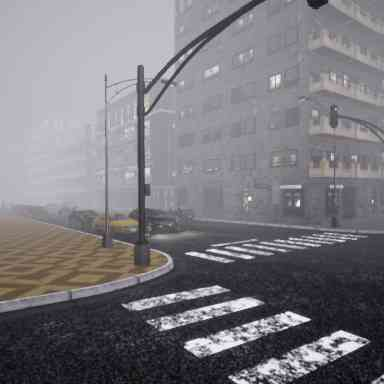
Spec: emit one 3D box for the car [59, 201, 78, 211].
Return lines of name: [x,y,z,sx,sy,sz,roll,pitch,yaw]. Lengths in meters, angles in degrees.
car: [-21.534,2.366,57.775,1.967,1.590,4.097,-2,0,-36]

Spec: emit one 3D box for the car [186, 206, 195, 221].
car: [-1.455,1.915,30.430,2.008,1.369,4.403,-2,0,-36]

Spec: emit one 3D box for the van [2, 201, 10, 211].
van: [-31.636,2.433,57.373,1.690,1.788,3.998,-2,0,-36]

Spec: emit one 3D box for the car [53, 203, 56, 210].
car: [-23.805,2.518,56.526,1.994,1.385,4.181,-1,-1,-37]

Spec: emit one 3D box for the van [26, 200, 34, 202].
van: [-41.613,2.831,85.121,1.690,1.788,3.998,-2,0,-36]

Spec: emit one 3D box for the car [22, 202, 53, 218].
car: [-18.247,2.262,39.142,1.887,1.381,4.507,-2,0,-36]

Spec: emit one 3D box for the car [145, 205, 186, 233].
car: [-2.768,1.825,22.456,1.837,1.490,4.892,-1,-1,-36]

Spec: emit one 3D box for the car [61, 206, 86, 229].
car: [-8.209,2.002,25.470,1.947,1.339,4.313,-2,0,-36]

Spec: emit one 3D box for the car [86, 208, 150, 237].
car: [-4.764,1.865,20.776,1.752,1.417,4.829,-2,0,-36]

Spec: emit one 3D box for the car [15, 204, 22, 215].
car: [-21.592,2.392,43.700,1.802,1.307,4.206,-2,0,-36]

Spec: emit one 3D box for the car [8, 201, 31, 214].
car: [-24.939,2.449,48.257,1.887,1.381,4.507,-2,0,-36]

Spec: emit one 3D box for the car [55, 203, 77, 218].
car: [-13.182,2.213,36.652,1.895,1.301,4.718,-1,-1,-36]
